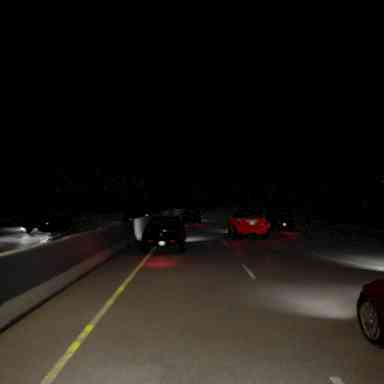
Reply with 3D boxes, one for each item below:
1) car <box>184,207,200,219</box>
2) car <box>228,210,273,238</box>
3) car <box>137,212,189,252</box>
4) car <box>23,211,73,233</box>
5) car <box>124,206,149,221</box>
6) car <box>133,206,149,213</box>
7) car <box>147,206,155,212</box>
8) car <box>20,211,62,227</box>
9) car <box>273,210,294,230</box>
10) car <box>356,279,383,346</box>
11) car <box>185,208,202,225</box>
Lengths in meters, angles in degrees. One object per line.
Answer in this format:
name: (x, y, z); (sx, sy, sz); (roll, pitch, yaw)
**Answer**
car: (0.023, 2.955, 47.444); (2.128, 1.511, 4.902); (0, -2, 2)
car: (3.598, 1.954, 21.998); (2.097, 1.767, 4.553); (0, -2, 0)
car: (-1.227, 1.901, 15.903); (1.837, 1.490, 4.892); (0, -2, 0)
car: (-10.601, 2.297, 24.796); (1.895, 1.301, 4.718); (0, -2, 0)
car: (-7.080, 2.797, 41.131); (2.033, 1.411, 5.357); (0, -2, 0)
car: (-11.073, 3.861, 72.497); (1.994, 1.385, 4.181); (-1, -2, 14)
car: (-8.757, 3.615, 66.573); (1.837, 1.490, 4.892); (-1, -2, 10)
car: (-14.096, 2.483, 31.358); (1.994, 1.385, 4.181); (0, -2, 0)
car: (7.098, 2.307, 27.931); (1.837, 1.490, 4.892); (0, -2, 0)
car: (3.599, 1.554, 3.520); (1.812, 1.442, 4.674); (0, -1, 0)
car: (0.038, 2.566, 36.368); (1.882, 1.535, 5.008); (0, -2, 1)
